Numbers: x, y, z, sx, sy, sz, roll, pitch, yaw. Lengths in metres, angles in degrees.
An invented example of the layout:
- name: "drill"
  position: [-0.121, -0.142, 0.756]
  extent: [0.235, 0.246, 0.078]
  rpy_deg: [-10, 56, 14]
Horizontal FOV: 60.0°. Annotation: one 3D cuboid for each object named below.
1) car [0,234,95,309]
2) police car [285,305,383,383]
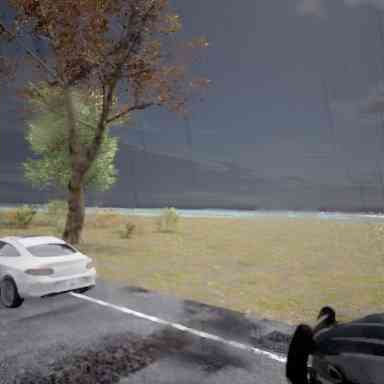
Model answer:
- name: "car"
  position: [-4.375, 1.831, 8.612]
  extent: [4.674, 1.442, 1.812]
  rpy_deg: [-1, -3, 38]
- name: "police car"
  position: [3.375, 1.588, 2.481]
  extent: [5.238, 1.638, 1.930]
  rpy_deg: [-1, -3, 38]
